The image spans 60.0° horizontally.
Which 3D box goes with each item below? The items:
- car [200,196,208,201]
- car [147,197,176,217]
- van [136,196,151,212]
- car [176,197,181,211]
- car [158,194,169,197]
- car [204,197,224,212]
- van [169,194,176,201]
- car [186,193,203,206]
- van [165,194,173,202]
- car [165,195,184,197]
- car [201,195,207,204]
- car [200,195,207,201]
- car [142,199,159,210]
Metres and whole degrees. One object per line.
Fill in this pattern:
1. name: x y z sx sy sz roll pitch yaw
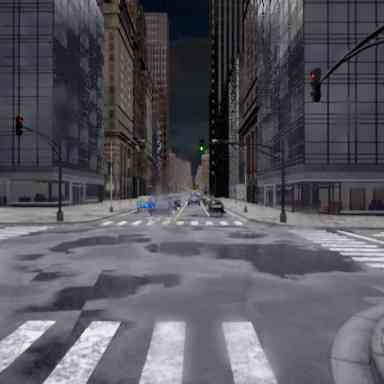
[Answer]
1. car: 3.105 1.685 85.446 1.802 1.307 4.206 0 0 0
2. car: -2.952 1.546 32.804 1.882 1.535 5.008 0 0 0
3. van: -5.674 1.422 40.302 1.690 1.788 3.998 0 0 0
4. car: -2.882 1.648 42.763 1.994 1.385 4.181 0 0 1
5. car: -5.578 1.539 57.248 1.967 1.590 4.097 0 0 0
6. car: 2.851 1.646 40.254 1.947 1.339 4.313 0 0 0
7. van: -5.386 1.444 91.139 1.690 1.788 3.998 0 0 0
8. car: 0.386 1.451 58.756 2.097 1.767 4.553 0 0 1
9. van: -5.450 1.446 79.843 1.690 1.788 3.998 0 0 0
10. car: -2.754 1.643 53.116 2.033 1.411 5.357 0 0 1
11. car: 2.946 1.680 57.202 1.802 1.307 4.206 0 0 0
12. car: 3.137 1.653 91.095 2.008 1.369 4.403 0 0 0
13. car: -5.643 1.670 45.950 1.802 1.307 4.206 0 0 0
